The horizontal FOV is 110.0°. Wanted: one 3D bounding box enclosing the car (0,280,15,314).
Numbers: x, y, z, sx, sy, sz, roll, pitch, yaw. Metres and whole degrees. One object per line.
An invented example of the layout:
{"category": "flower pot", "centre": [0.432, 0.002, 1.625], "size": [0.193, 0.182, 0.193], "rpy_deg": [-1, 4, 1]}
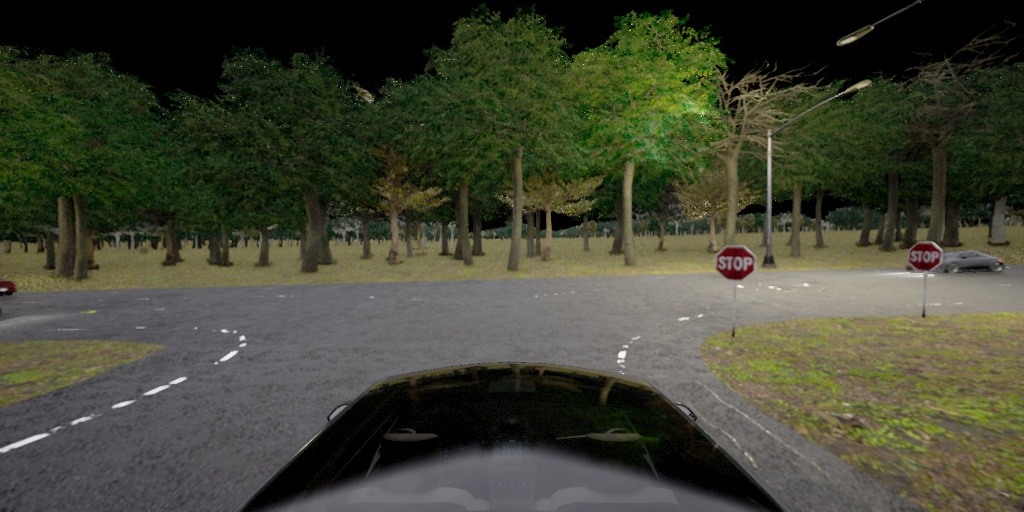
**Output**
{"category": "car", "centre": [-23.759, 1.989, 14.351], "size": [4.892, 1.490, 1.837], "rpy_deg": [-1, 3, 0]}

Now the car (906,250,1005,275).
{"category": "car", "centre": [26.702, 0.375, 21.696], "size": [4.181, 1.385, 1.994], "rpy_deg": [-2, 3, 0]}

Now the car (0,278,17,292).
{"category": "car", "centre": [-32.497, 1.888, 21.283], "size": [4.674, 1.442, 1.812], "rpy_deg": [-1, 3, 0]}
